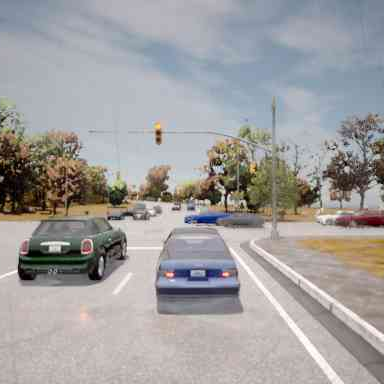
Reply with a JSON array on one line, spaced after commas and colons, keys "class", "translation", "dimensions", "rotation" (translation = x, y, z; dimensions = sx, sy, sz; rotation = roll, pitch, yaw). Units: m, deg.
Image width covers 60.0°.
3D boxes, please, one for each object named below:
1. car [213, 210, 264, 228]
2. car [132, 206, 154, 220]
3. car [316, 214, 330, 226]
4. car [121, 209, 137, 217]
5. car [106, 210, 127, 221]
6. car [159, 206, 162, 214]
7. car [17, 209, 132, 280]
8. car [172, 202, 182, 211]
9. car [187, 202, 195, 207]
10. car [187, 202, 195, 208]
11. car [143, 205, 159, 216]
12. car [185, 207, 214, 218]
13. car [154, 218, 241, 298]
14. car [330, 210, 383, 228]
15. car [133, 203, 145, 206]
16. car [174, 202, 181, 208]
[{"class": "car", "translation": [4.252, 2.483, 29.489], "dimensions": [4.181, 1.385, 1.994], "rotation": [0, -3, 0]}, {"class": "car", "translation": [-7.232, 3.219, 47.768], "dimensions": [2.128, 1.511, 4.902], "rotation": [0, -2, 1]}, {"class": "car", "translation": [14.762, 2.617, 33.174], "dimensions": [4.674, 1.442, 1.812], "rotation": [0, -3, -3]}, {"class": "car", "translation": [-10.754, 3.577, 57.447], "dimensions": [1.895, 1.301, 4.718], "rotation": [0, -1, 0]}, {"class": "car", "translation": [-10.773, 3.269, 47.571], "dimensions": [2.033, 1.411, 5.357], "rotation": [0, -2, -3]}, {"class": "car", "translation": [-7.215, 3.574, 67.950], "dimensions": [1.837, 1.490, 4.892], "rotation": [0, 0, 0]}, {"class": "car", "translation": [-3.447, 1.500, 10.489], "dimensions": [2.097, 1.767, 4.553], "rotation": [0, -1, 0]}, {"class": "car", "translation": [-3.731, 3.637, 77.805], "dimensions": [1.895, 1.301, 4.718], "rotation": [0, 0, 0]}, {"class": "car", "translation": [-0.231, 3.565, 77.751], "dimensions": [1.812, 1.442, 4.674], "rotation": [0, 0, 0]}, {"class": "car", "translation": [-0.356, 3.416, 87.933], "dimensions": [1.994, 1.385, 4.181], "rotation": [0, 0, -4]}, {"class": "car", "translation": [-7.251, 3.505, 57.660], "dimensions": [1.812, 1.442, 4.674], "rotation": [0, -1, 0]}, {"class": "car", "translation": [1.738, 2.562, 32.991], "dimensions": [5.008, 1.535, 1.882], "rotation": [0, -3, 0]}, {"class": "car", "translation": [0.066, 1.657, 8.875], "dimensions": [2.033, 1.411, 5.357], "rotation": [0, -1, -1]}, {"class": "car", "translation": [15.412, 2.405, 29.707], "dimensions": [5.008, 1.535, 1.882], "rotation": [0, -3, -3]}, {"class": "car", "translation": [-10.704, 3.290, 68.205], "dimensions": [2.150, 2.045, 5.566], "rotation": [0, 0, 0]}, {"class": "car", "translation": [-3.854, 3.359, 87.838], "dimensions": [1.837, 1.490, 4.892], "rotation": [0, 0, -4]}]
